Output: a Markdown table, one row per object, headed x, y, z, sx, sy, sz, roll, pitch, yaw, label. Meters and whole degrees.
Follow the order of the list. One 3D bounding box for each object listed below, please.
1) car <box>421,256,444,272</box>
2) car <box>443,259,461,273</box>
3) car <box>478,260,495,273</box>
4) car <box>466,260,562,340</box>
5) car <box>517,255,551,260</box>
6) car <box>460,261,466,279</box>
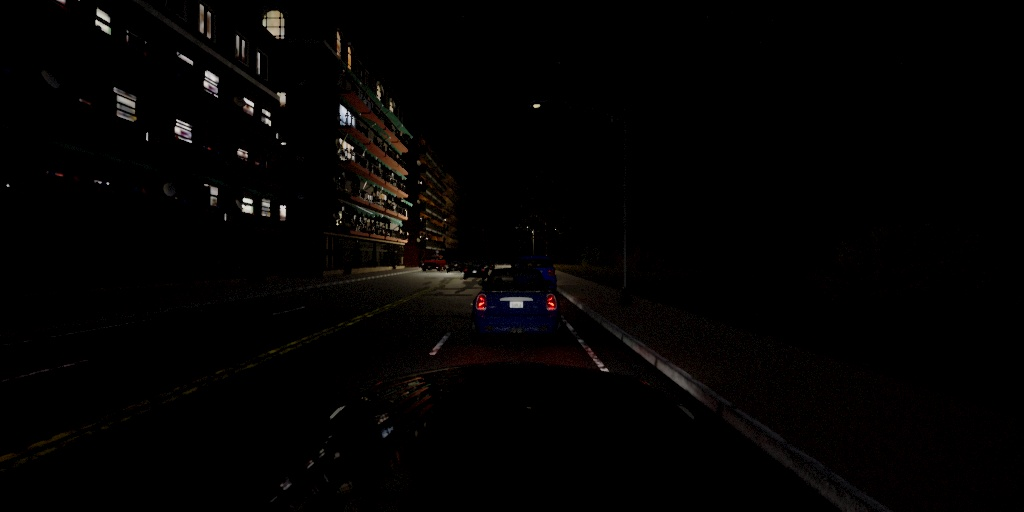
| x | y | z | sx | sy | sz | roll | pitch | yaw | label |
| --- | --- | --- | --- | --- | --- | --- | --- | --- | --- |
| -9.842 | 0.969 | 45.428 | 2.150 | 2.045 | 5.566 | 0 | 0 | 0 | car |
| -6.593 | 1.273 | 42.633 | 1.812 | 1.442 | 4.674 | 0 | 0 | 0 | car |
| -3.142 | 1.273 | 45.653 | 1.812 | 1.442 | 4.674 | 0 | 0 | 0 | car |
| 0.098 | 1.103 | 10.108 | 2.097 | 1.767 | 4.553 | 0 | 0 | 0 | car |
| 1.139 | 0.975 | 19.683 | 2.150 | 2.045 | 5.566 | 0 | 0 | 0 | car |
| -3.146 | 1.312 | 32.188 | 1.994 | 1.385 | 4.181 | 0 | 0 | 0 | car |
